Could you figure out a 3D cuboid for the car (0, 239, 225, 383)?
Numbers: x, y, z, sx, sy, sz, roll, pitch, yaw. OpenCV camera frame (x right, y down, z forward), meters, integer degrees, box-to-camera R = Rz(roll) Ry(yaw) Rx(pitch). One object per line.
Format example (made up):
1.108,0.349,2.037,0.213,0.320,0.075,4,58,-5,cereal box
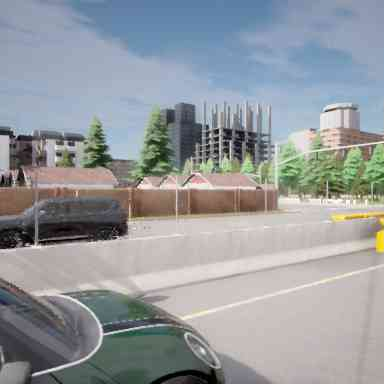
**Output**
-1.899,1.351,2.390,4.553,1.767,2.097,0,0,-35,car

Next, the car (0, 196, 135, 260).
-5.273,1.221,13.125,5.566,2.045,2.150,0,0,-35,car
